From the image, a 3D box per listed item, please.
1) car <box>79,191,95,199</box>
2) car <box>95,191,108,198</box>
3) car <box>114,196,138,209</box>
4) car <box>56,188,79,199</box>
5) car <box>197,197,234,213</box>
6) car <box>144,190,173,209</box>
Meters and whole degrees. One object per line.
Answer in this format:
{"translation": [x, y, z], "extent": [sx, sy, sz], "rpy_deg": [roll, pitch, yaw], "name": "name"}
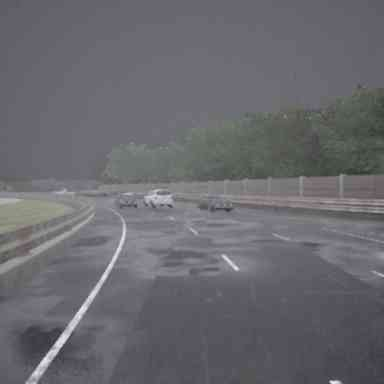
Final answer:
{"translation": [-22.214, 0.531, 67.721], "extent": [1.882, 1.535, 5.008], "rpy_deg": [-1, 1, -41], "name": "car"}
{"translation": [-19.331, 0.516, 69.771], "extent": [1.837, 1.490, 4.892], "rpy_deg": [-1, 1, -38], "name": "car"}
{"translation": [-7.304, 1.092, 36.557], "extent": [2.033, 1.411, 5.357], "rpy_deg": [-1, 1, -21], "name": "car"}
{"translation": [-24.896, 0.321, 65.467], "extent": [2.150, 2.045, 5.566], "rpy_deg": [-1, 1, -41], "name": "car"}
{"translation": [2.062, 1.130, 30.759], "extent": [2.033, 1.411, 5.357], "rpy_deg": [0, 1, -17], "name": "car"}
{"translation": [-3.842, 0.743, 37.279], "extent": [2.150, 2.045, 5.566], "rpy_deg": [0, 1, -21], "name": "car"}
